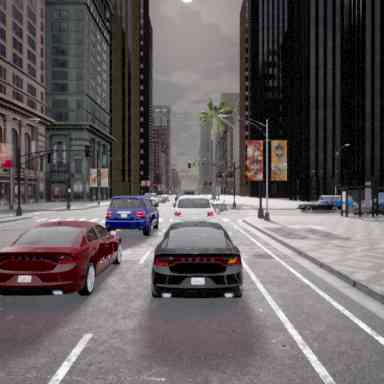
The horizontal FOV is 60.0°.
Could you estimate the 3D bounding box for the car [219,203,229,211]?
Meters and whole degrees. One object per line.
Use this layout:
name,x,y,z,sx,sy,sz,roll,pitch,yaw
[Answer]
car,1.464,1.489,35.295,4.902,1.511,2.128,0,0,24

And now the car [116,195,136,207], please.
car,-9.876,1.351,50.320,2.097,1.767,4.553,0,0,1

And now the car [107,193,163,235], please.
car,-3.180,1.220,18.570,2.150,2.045,5.566,0,0,2

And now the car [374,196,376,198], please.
car,24.001,1.195,37.067,5.566,2.045,2.150,0,0,0

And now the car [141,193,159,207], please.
car,-6.594,1.219,52.521,2.150,2.045,5.566,0,0,0

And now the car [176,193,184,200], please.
car,-3.254,1.188,91.973,2.097,1.767,4.553,0,0,0

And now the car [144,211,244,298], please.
car,0.098,1.477,8.551,1.882,1.535,5.008,0,0,0

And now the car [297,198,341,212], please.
car,14.243,1.581,37.068,4.718,1.301,1.895,0,0,0

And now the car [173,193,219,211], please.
car,0.101,1.220,18.511,2.150,2.045,5.566,0,0,0

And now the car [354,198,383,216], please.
car,17.069,1.546,31.206,4.403,1.369,2.008,0,0,0

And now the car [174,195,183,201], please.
car,-3.254,1.491,81.583,1.837,1.490,4.892,0,0,0

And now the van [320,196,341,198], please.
van,17.064,1.312,39.730,3.998,1.788,1.690,0,0,0

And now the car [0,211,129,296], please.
car,-3.150,1.477,8.706,1.882,1.535,5.008,0,0,0

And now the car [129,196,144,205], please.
car,-9.833,1.525,59.013,1.812,1.442,4.674,0,0,0

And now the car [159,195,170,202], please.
car,-6.503,1.525,79.729,2.128,1.511,4.902,0,0,0

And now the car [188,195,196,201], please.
car,-0.004,1.500,83.177,1.837,1.490,4.892,0,0,0

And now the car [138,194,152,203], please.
car,-9.753,1.355,69.227,2.097,1.767,4.553,0,0,0

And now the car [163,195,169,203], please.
car,-6.508,1.492,68.673,2.128,1.511,4.902,0,0,0
